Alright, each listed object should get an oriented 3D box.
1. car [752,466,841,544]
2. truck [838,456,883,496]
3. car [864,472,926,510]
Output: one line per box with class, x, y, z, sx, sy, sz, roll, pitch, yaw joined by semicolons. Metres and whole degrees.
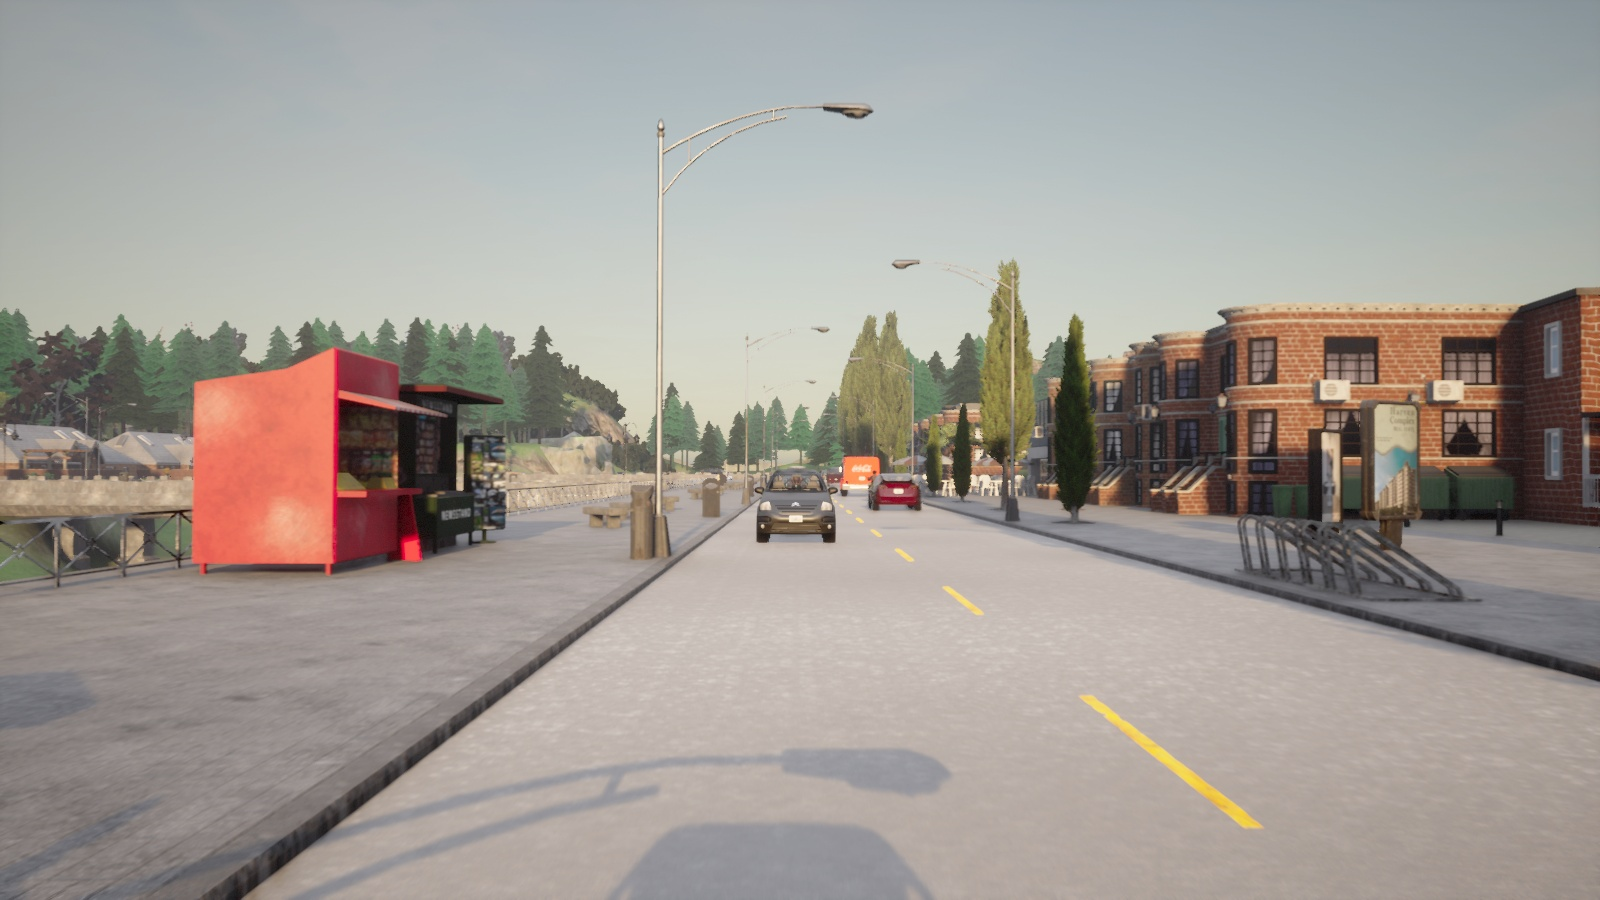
car;-0.074;1.187;28.326;1.851;1.617;3.988;0;-1;0
truck;3.792;1.645;79.568;2.627;2.467;5.204;0;-1;0
car;3.865;1.666;51.779;2.163;1.488;4.792;0;-1;0
